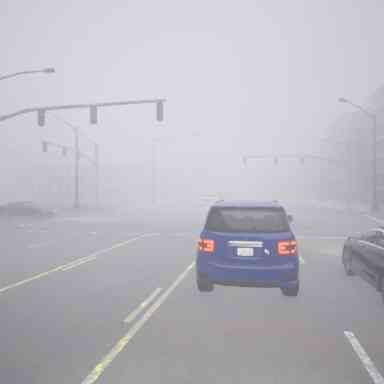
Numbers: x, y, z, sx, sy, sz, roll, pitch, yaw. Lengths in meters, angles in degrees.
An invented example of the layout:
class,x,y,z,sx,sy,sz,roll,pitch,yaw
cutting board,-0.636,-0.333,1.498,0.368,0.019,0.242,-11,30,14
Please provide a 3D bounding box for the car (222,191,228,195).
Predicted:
class,x,y,z,sx,sy,sz,roll,pitch,yaw
car,4.515,0.926,57.649,2.150,2.045,5.566,0,1,11

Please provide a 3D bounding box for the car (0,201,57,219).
class,x,y,z,sx,sy,sz,roll,pitch,yaw
car,-13.904,1.491,28.323,4.902,1.511,2.128,0,0,11

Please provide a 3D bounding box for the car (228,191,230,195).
class,x,y,z,sx,sy,sz,roll,pitch,yaw
car,6.615,0.741,67.889,2.150,2.045,5.566,0,1,12

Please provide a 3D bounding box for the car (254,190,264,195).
class,x,y,z,sx,sy,sz,roll,pitch,yaw
car,15.261,0.904,75.459,1.994,1.385,4.181,0,1,11

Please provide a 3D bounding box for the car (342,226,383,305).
class,x,y,z,sx,sy,sz,roll,pitch,yaw
car,4.779,1.492,7.389,2.128,1.511,4.902,0,0,11

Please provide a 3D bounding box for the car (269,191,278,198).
class,x,y,z,sx,sy,sz,roll,pitch,yaw
car,20.711,0.552,84.965,2.097,1.767,4.553,0,1,11

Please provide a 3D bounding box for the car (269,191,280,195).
class,x,y,z,sx,sy,sz,roll,pitch,yaw
car,18.732,0.881,74.962,2.128,1.511,4.902,0,1,11

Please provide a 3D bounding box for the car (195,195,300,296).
class,x,y,z,sx,sy,sz,roll,pitch,yaw
car,1.511,1.221,8.911,2.150,2.045,5.566,0,0,11

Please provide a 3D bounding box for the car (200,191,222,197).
class,x,y,z,sx,sy,sz,roll,pitch,yaw
car,2.489,1.079,47.462,2.150,2.045,5.566,0,1,11

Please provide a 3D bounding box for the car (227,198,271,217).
class,x,y,z,sx,sy,sz,roll,pitch,yaw
car,5.587,1.465,32.335,1.837,1.490,4.892,3,2,42
